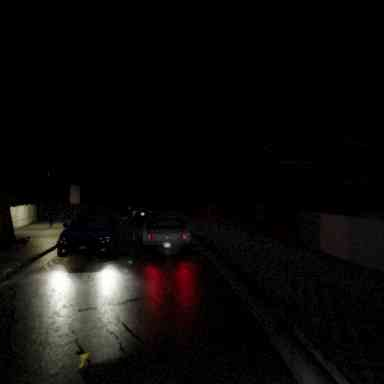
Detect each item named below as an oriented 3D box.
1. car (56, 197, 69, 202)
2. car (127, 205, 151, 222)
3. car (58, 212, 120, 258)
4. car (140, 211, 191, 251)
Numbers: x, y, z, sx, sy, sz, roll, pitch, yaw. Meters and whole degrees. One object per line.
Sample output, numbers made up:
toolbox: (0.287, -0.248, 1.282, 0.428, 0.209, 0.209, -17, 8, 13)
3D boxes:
car: (-31.929, 2.071, 83.107, 1.882, 1.535, 5.008, 1, -1, -30)
car: (-4.755, 1.863, 30.086, 1.994, 1.385, 4.181, 0, -1, -17)
car: (-4.047, 1.620, 13.656, 1.882, 1.535, 5.008, 0, -1, -9)
car: (-1.242, 1.757, 14.859, 1.895, 1.301, 4.718, 0, -1, -8)
